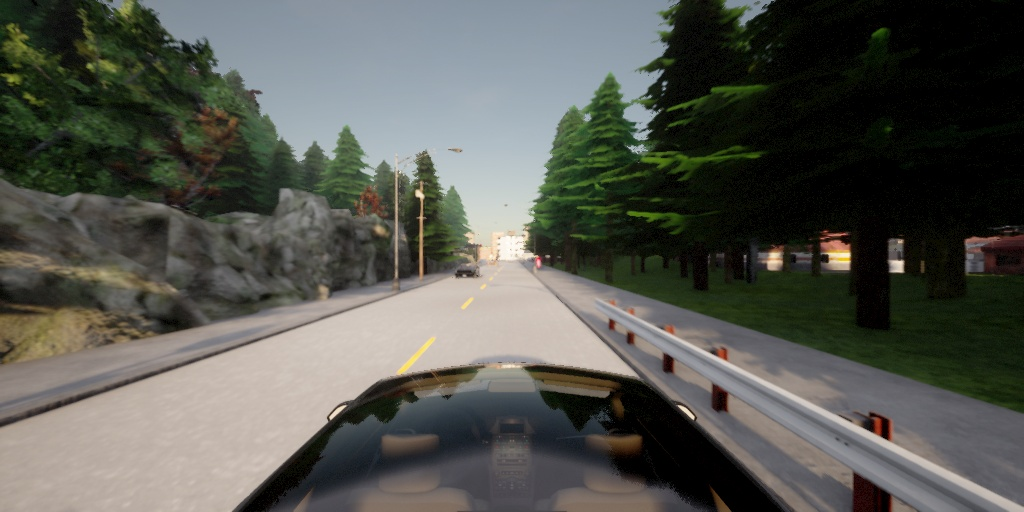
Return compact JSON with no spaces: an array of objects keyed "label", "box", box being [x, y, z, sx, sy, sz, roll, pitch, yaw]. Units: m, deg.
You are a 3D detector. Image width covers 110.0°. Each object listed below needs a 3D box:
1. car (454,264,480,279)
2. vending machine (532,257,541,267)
[{"label":"car","box":[-3.989,1.348,32.358,1.895,1.301,4.718,0,0,0]},{"label":"vending machine","box":[4.494,1.164,61.762,1.100,2.100,0.880,0,0,0]}]
